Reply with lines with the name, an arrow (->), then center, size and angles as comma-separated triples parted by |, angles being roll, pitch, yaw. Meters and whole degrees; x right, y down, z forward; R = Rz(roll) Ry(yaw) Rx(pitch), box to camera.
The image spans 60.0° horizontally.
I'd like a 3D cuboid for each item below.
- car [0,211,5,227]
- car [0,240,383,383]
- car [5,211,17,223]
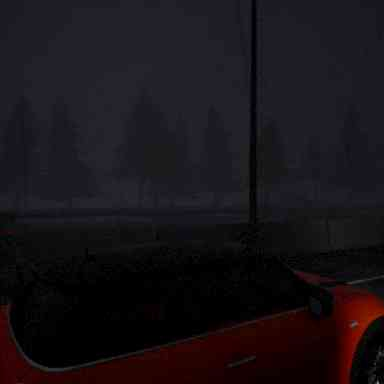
car -> -12.253, 1.408, 16.465 | 4.892, 1.490, 1.837 | 0, 0, -34
car -> 0.277, 1.340, 3.631 | 4.553, 1.767, 2.097 | 0, 0, -34
car -> -13.280, 1.489, 20.057 | 4.718, 1.301, 1.895 | 0, 0, -34
